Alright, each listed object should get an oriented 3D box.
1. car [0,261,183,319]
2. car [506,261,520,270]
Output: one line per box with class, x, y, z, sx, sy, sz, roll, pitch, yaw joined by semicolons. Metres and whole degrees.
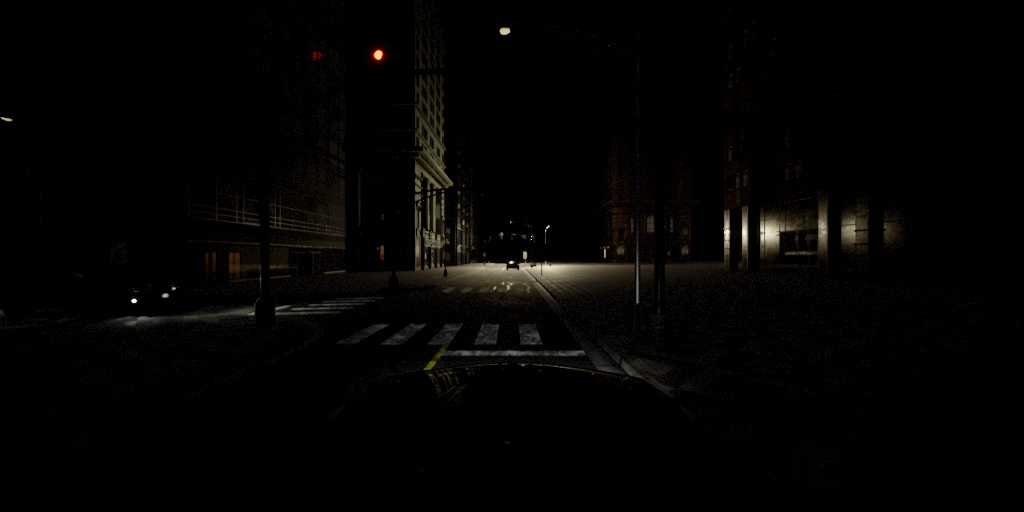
car;-16.102;1.212;13.777;5.566;2.045;2.150;-1;0;0
car;0.121;1.409;53.394;1.994;1.385;4.181;0;0;0
